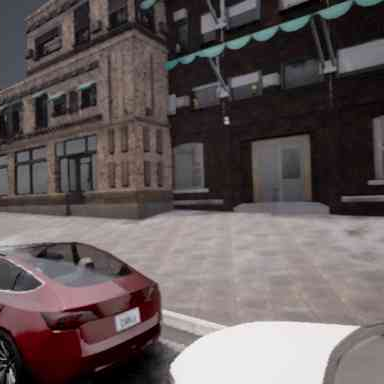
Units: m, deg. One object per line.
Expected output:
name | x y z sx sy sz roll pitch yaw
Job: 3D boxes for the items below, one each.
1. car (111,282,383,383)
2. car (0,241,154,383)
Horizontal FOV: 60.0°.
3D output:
car | 1.895 1.519 1.965 4.674 1.452 2.002 0 0 36
car | -2.645 1.523 5.206 4.792 1.488 2.163 0 0 36
